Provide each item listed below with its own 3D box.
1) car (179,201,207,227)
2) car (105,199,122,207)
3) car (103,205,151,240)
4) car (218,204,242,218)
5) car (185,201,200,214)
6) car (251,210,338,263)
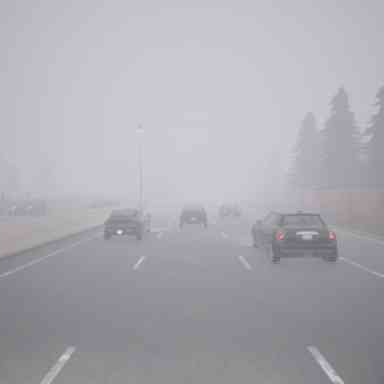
[{"bbox_3d":[0.104,1.660,24.464,1.882,1.535,5.008,0,-1,0],"label":"car"},{"bbox_3d":[-13.999,1.967,59.505,1.812,1.442,4.674,0,-1,2],"label":"car"},{"bbox_3d":[-3.398,1.639,18.036,1.837,1.490,4.892,0,0,0],"label":"car"},{"bbox_3d":[3.606,1.843,32.540,1.895,1.301,4.718,0,0,0],"label":"car"},{"bbox_3d":[0.065,1.832,41.182,1.812,1.442,4.674,0,-1,0],"label":"car"},{"bbox_3d":[3.601,1.446,12.507,2.097,1.767,4.553,0,0,0],"label":"car"}]
